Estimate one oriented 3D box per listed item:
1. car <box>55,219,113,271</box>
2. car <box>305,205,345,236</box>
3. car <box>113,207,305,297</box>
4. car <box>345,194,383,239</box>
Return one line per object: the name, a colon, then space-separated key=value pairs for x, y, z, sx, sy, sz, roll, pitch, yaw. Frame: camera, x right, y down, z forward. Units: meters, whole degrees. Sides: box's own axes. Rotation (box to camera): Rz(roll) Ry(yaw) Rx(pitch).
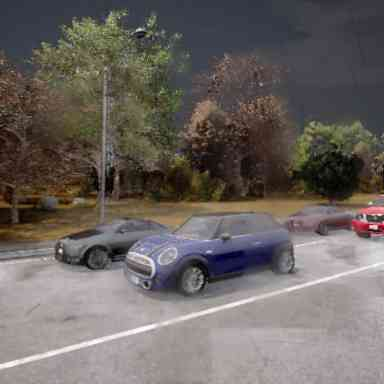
car: x=-2.251 y=1.549 z=10.985 sx=4.181 sy=1.385 sz=1.994 roll=0 pitch=0 yaw=-36
car: x=6.711 y=1.384 z=17.331 sx=4.181 sy=1.385 sz=1.994 roll=-2 pitch=1 yaw=-35
car: x=0.568 y=1.330 z=8.682 sx=4.553 sy=1.767 sz=2.097 roll=-1 pitch=0 yaw=-35
car: x=9.640 y=1.016 z=15.117 sx=5.566 sy=2.045 sz=2.150 roll=-1 pitch=1 yaw=-35
